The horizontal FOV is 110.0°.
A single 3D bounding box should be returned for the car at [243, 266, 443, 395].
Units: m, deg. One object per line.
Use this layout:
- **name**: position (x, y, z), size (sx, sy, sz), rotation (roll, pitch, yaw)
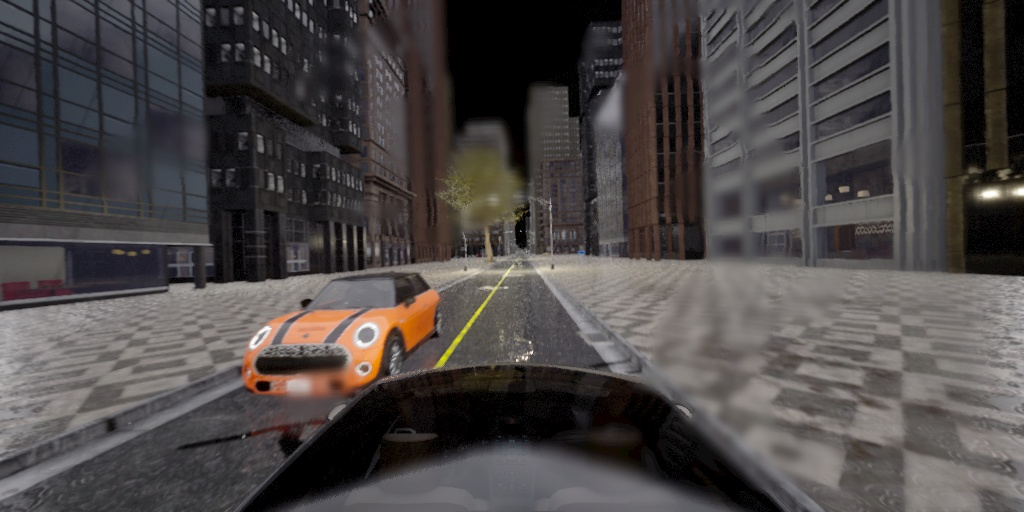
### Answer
- **car**: position (-2.831, 1.141, 7.088), size (2.097, 1.767, 4.553), rotation (-2, 1, 2)
